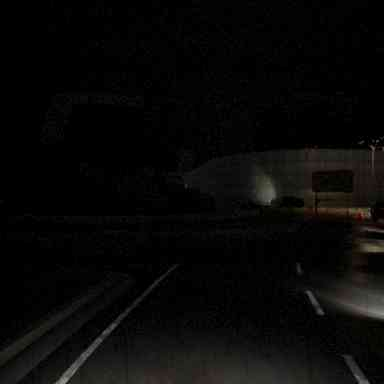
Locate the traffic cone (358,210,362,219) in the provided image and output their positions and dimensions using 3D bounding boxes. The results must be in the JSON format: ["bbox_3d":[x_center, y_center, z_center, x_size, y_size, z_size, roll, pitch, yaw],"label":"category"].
[{"bbox_3d":[13.533,1.904,26.788,0.340,0.580,0.340,0,0,28],"label":"traffic cone"}]

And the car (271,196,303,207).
[{"bbox_3d":[13.341,1.326,46.923,1.882,1.535,5.008,1,0,-30],"label":"car"}]

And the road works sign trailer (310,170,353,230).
[{"bbox_3d":[8.971,0.413,21.274,2.380,3.560,2.880,0,0,28],"label":"road works sign trailer"}]

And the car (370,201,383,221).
[{"bbox_3d":[15.359,1.438,26.446,1.882,1.535,5.008,1,0,25],"label":"car"}]
